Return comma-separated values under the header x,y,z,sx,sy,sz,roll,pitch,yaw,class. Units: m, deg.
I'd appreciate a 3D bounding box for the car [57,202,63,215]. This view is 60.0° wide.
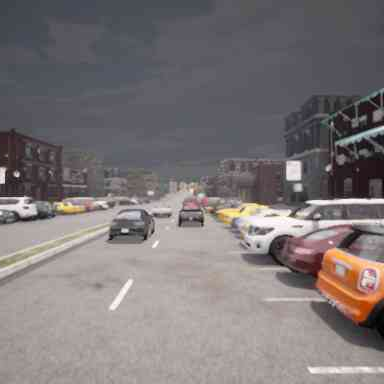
x,y,z,sx,sy,sz,roll,pitch,yaw,class
-15.956,1.705,33.399,4.553,1.767,2.185,0,-1,0,car

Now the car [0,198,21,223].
x,y,z,sx,sy,sz,roll,pitch,yaw,class
-15.949,1.552,25.130,4.553,1.767,2.185,0,-1,0,car

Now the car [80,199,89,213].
x,y,z,sx,sy,sz,roll,pitch,yaw,class
-16.242,1.977,41.670,5.366,1.575,1.946,0,-1,0,car

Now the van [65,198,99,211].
x,y,z,sx,sy,sz,roll,pitch,yaw,class
-15.986,1.846,47.190,4.442,1.987,1.878,0,-1,0,van

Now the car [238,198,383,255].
x,y,z,sx,sy,sz,roll,pitch,yaw,class
4.612,1.247,11.238,5.566,2.045,2.435,0,0,0,car

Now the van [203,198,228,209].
x,y,z,sx,sy,sz,roll,pitch,yaw,class
4.230,2.052,61.247,4.442,1.987,1.878,0,-1,0,van

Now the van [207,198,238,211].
x,y,z,sx,sy,sz,roll,pitch,yaw,class
4.513,1.891,50.007,4.442,1.987,1.878,0,-1,0,van

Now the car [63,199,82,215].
x,y,z,sx,sy,sz,roll,pitch,yaw,class
-16.219,1.929,38.910,5.366,1.575,1.946,0,-1,0,car

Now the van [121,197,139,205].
x,y,z,sx,sy,sz,roll,pitch,yaw,class
-16.565,2.378,88.669,4.442,1.987,1.878,0,-1,0,van

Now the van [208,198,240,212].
x,y,z,sx,sy,sz,roll,pitch,yaw,class
4.525,1.848,47.354,4.442,1.987,1.878,0,-1,0,van

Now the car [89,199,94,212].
x,y,z,sx,sy,sz,roll,pitch,yaw,class
-16.077,2.067,44.426,4.674,1.452,2.002,0,-1,0,car

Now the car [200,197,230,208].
x,y,z,sx,sy,sz,roll,pitch,yaw,class
4.366,2.062,64.025,5.566,2.045,2.435,0,-1,0,car

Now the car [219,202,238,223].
x,y,z,sx,sy,sz,roll,pitch,yaw,class
4.754,1.616,22.218,5.366,1.575,1.946,0,-1,0,car

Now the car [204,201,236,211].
x,y,z,sx,sy,sz,roll,pitch,yaw,class
4.374,2.160,52.785,4.892,1.521,2.231,0,-1,0,car

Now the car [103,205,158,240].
x,y,z,sx,sy,sz,roll,pitch,yaw,class
-3.008,1.594,17.184,1.812,1.442,4.674,0,-1,0,car

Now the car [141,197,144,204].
x,y,z,sx,sy,sz,roll,pitch,yaw,class
-16.478,2.646,91.301,5.008,1.535,2.097,0,-1,0,car

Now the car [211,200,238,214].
x,y,z,sx,sy,sz,roll,pitch,yaw,class
4.521,1.774,30.675,4.892,1.521,2.231,0,-1,0,car

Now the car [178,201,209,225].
x,y,z,sx,sy,sz,roll,pitch,yaw,class
-0.063,1.686,25.451,2.128,1.511,4.902,0,-1,0,car

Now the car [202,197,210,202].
x,y,z,sx,sy,sz,roll,pitch,yaw,class
4.396,1.774,44.455,5.566,2.045,2.435,0,-1,0,car

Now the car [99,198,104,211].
x,y,z,sx,sy,sz,roll,pitch,yaw,class
-16.157,1.990,49.945,4.553,1.767,2.185,0,-1,0,car

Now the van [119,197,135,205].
x,y,z,sx,sy,sz,roll,pitch,yaw,class
-16.240,2.235,77.524,4.442,1.987,1.878,0,-1,0,van

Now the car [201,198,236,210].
x,y,z,sx,sy,sz,roll,pitch,yaw,class
4.397,1.951,55.689,5.566,2.045,2.435,0,-1,0,car

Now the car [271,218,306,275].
x,y,z,sx,sy,sz,roll,pitch,yaw,class
4.656,1.526,8.462,4.674,1.452,2.002,0,0,0,car

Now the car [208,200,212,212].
x,y,z,sx,sy,sz,roll,pitch,yaw,class
4.473,1.879,36.234,5.008,1.535,2.097,0,-1,0,car

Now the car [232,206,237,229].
x,y,z,sx,sy,sz,roll,pitch,yaw,class
4.602,1.585,16.788,4.674,1.452,2.002,0,-1,0,car

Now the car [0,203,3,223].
x,y,z,sx,sy,sz,roll,pitch,yaw,class
-15.924,1.662,22.371,4.792,1.488,2.163,0,-1,0,car

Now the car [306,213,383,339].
x,y,z,sx,sy,sz,roll,pitch,yaw,class
4.645,1.355,5.684,4.553,1.767,2.185,0,0,0,car

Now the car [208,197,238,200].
x,y,z,sx,sy,sz,roll,pitch,yaw,class
4.492,1.804,39.014,4.553,1.767,2.185,0,-1,0,car

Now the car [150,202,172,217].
x,y,z,sx,sy,sz,roll,pitch,yaw,class
-3.128,1.988,35.645,1.895,1.301,4.718,0,-1,0,car

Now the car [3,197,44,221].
x,y,z,sx,sy,sz,roll,pitch,yaw,class
-15.969,1.477,27.887,5.566,2.045,2.435,0,-1,0,car

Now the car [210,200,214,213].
x,y,z,sx,sy,sz,roll,pitch,yaw,class
4.526,1.856,33.454,4.792,1.488,2.163,0,-1,0,car

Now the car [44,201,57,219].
x,y,z,sx,sy,sz,roll,pitch,yaw,class
-15.936,1.528,30.645,5.566,2.045,2.435,0,-1,0,car

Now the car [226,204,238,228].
x,y,z,sx,sy,sz,roll,pitch,yaw,class
4.590,1.617,19.446,4.674,1.452,2.002,0,-1,0,car

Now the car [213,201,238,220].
x,y,z,sx,sy,sz,roll,pitch,yaw,class
4.538,1.718,27.772,5.008,1.535,2.097,0,-1,0,car

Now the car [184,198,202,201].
x,y,z,sx,sy,sz,roll,pitch,yaw,class
-0.174,1.743,43.081,2.150,2.045,5.566,0,-1,0,car

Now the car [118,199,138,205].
x,y,z,sx,sy,sz,roll,pitch,yaw,class
-16.429,2.602,85.789,4.674,1.452,2.002,0,-1,0,car

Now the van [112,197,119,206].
x,y,z,sx,sy,sz,roll,pitch,yaw,class
-16.335,2.048,60.979,4.442,1.987,1.878,0,-1,0,van

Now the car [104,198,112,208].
x,y,z,sx,sy,sz,roll,pitch,yaw,class
-16.121,1.906,52.706,5.566,2.045,2.435,0,-1,0,car

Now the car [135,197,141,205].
x,y,z,sx,sy,sz,roll,pitch,yaw,class
-16.374,2.273,83.035,5.566,2.045,2.435,0,-1,0,car
